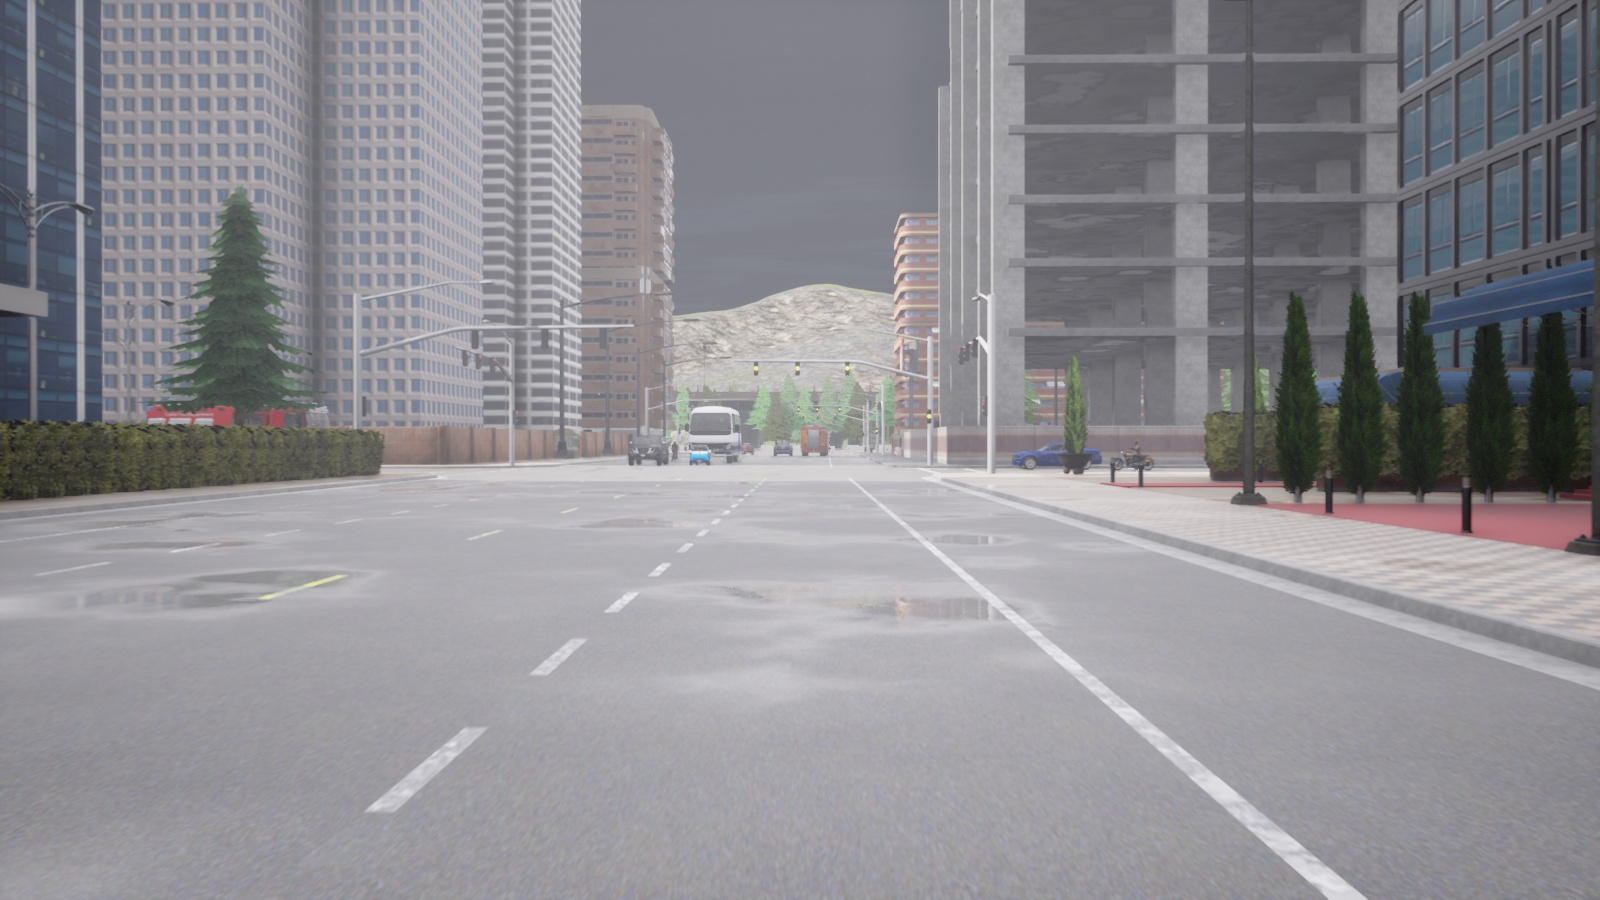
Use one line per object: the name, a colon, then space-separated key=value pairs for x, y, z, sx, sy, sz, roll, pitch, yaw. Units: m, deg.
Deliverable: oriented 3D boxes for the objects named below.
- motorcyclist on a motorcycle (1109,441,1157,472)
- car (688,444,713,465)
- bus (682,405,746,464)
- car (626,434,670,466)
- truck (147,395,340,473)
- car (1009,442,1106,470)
motorcyclist on a motorcycle: x=17.596 y=0.337 z=66.425 sx=2.350 sy=1.649 sz=0.766 roll=0 pitch=0 yaw=1
car: x=-6.668 y=0.321 z=84.321 sx=1.481 sy=1.376 sz=2.207 roll=0 pitch=0 yaw=1
bus: x=-6.430 y=-1.174 z=95.633 sx=3.944 sy=4.253 sz=10.273 roll=0 pitch=0 yaw=1
car: x=-10.165 y=-0.019 z=84.492 sx=2.150 sy=2.045 sz=5.566 roll=0 pitch=0 yaw=1
truck: x=-28.020 y=-0.798 z=63.478 sx=8.468 sy=3.827 sz=2.891 roll=0 pitch=0 yaw=1
car: x=14.304 y=0.341 z=69.966 sx=5.008 sy=1.535 sz=1.882 roll=0 pitch=0 yaw=1
